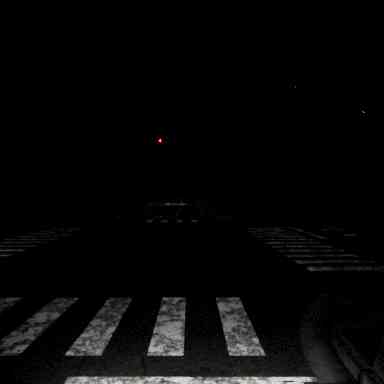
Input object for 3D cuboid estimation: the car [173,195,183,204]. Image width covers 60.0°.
[{"bbox_3d":[-2.896,1.499,69.348,2.097,1.767,4.553,0,0,0],"label":"car"}]
